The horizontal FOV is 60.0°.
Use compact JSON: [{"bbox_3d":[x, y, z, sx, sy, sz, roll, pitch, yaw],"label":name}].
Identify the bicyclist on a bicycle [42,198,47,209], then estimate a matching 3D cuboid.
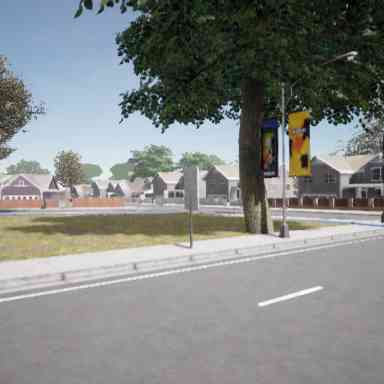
[{"bbox_3d":[-21.542,1.732,48.539,0.582,1.620,1.656,0,1,-5],"label":"bicyclist on a bicycle"}]
